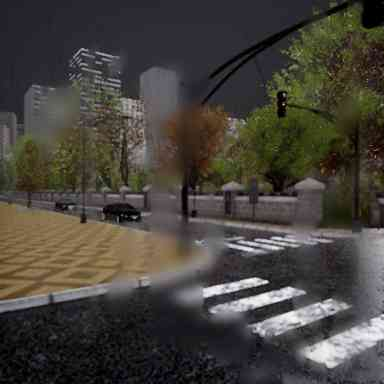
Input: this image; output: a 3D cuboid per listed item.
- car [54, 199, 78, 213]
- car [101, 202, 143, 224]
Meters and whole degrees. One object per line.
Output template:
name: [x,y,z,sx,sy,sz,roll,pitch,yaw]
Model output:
car: [-14.911,1.580,39.276,2.128,1.511,4.902,0,0,-34]
car: [-5.422,1.584,25.412,1.837,1.490,4.892,0,0,-34]
